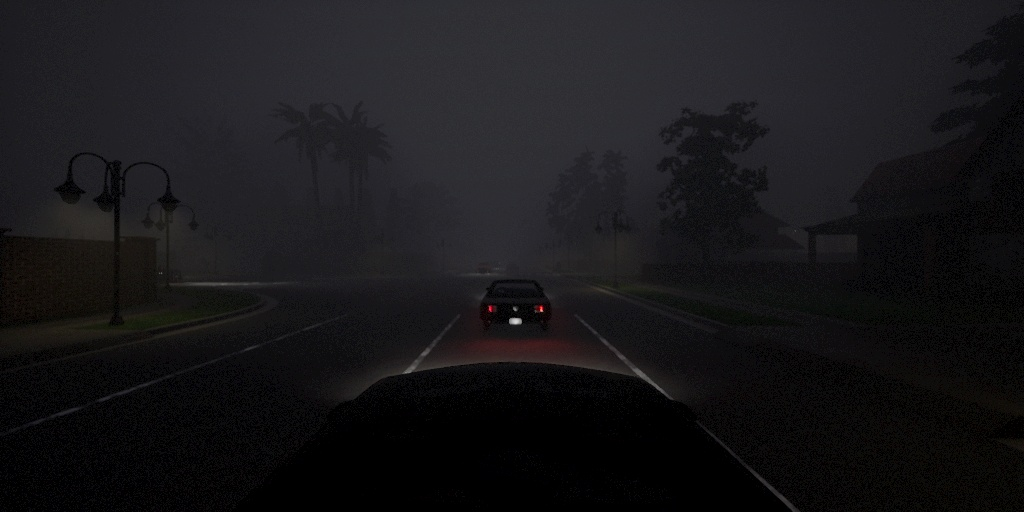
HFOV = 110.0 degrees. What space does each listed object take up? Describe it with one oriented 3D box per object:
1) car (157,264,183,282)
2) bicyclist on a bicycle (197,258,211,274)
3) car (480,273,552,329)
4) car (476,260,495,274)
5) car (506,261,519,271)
[{"bbox_3d":[-26.018,1.159,25.200,4.902,1.511,2.128,0,0,1],"label":"car"},{"bbox_3d":[-30.579,0.989,35.645,0.582,1.620,1.656,0,0,0],"label":"bicyclist on a bicycle"},{"bbox_3d":[0.099,1.395,11.433,1.895,1.301,4.718,0,0,0],"label":"car"},{"bbox_3d":[-3.579,1.431,46.231,1.882,1.535,5.008,0,1,0],"label":"car"},{"bbox_3d":[0.109,1.522,55.636,1.812,1.442,4.674,0,0,0],"label":"car"}]
